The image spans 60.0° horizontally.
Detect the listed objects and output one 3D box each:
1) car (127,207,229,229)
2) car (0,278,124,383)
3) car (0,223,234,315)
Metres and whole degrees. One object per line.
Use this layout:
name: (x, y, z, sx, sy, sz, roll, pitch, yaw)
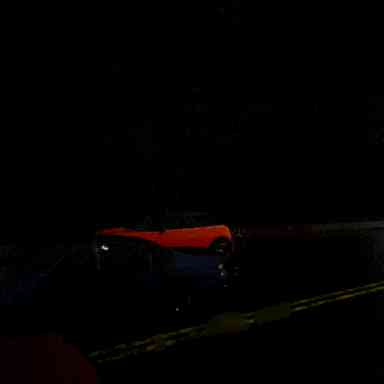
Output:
car: (-0.969, 1.361, 10.373, 4.553, 1.767, 2.097, 0, 0, -31)
car: (-2.657, 1.598, 1.452, 4.718, 1.301, 1.895, 0, 0, -34)
car: (-1.823, 1.550, 6.138, 5.357, 1.411, 2.033, 0, 0, -32)
